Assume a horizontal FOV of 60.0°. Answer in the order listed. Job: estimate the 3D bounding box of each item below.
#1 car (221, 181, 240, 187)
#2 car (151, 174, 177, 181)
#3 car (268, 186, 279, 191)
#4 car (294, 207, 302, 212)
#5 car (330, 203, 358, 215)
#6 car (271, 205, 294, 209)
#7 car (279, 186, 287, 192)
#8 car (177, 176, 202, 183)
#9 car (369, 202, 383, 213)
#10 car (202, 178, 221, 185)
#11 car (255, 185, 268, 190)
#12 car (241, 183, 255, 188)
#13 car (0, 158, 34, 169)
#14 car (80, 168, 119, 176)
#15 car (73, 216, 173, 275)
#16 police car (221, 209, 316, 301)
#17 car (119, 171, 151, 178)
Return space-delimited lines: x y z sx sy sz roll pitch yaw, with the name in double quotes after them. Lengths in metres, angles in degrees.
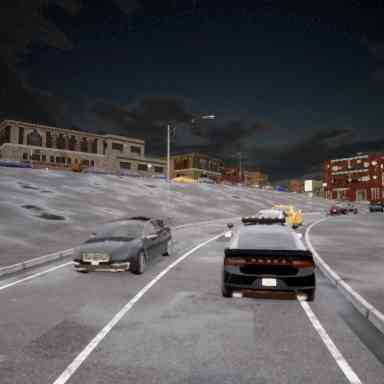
6.818 -1.392 67.073 4.792 1.488 2.163 4 -6 -45 "car"
-5.349 -2.211 55.520 4.674 1.452 2.002 4 -5 -41 "car"
18.071 -0.651 79.220 2.185 1.767 4.553 -4 -6 41 "car"
6.427 1.663 23.041 1.882 1.535 5.008 -2 -2 25 "car"
18.829 2.075 41.348 4.674 1.442 1.812 1 -4 -41 "car"
4.251 1.641 17.742 1.812 1.442 4.674 -1 -1 19 "car"
21.712 -0.428 83.484 2.435 2.045 5.566 -3 -6 40 "car"
-1.245 -1.984 59.248 5.008 1.535 2.097 4 -6 -42 "car"
27.902 2.255 49.010 4.902 1.511 2.128 2 -4 -39 "car"
2.759 -1.836 63.052 4.553 1.767 2.185 4 -6 -43 "car"
14.336 -0.848 75.002 2.231 1.521 4.892 -4 -6 43 "car"
10.654 -1.097 71.031 2.002 1.452 4.674 -4 -6 44 "car"
-22.151 -3.297 41.345 4.553 1.767 2.185 3 -5 -40 "car"
-13.759 -2.738 48.344 4.892 1.521 2.231 3 -5 -40 "car"
-1.981 1.600 10.886 1.837 1.490 4.892 -1 -1 12 "car"
1.852 1.456 8.617 1.930 1.638 5.238 -1 0 10 "police car"
-9.531 -2.507 51.885 4.892 1.521 2.231 3 -5 -40 "car"
